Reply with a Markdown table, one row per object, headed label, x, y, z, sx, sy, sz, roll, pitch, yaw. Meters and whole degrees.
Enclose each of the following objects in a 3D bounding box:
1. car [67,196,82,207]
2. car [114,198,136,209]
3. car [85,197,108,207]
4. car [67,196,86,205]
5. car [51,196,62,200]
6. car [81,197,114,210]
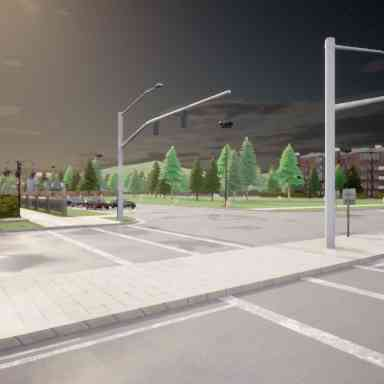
| label | x | y | z | sx | sy | sz | roll | pitch | yaw |
| --- | --- | --- | --- | --- | --- | --- | --- | --- | --- |
| car | -17.640 | 1.505 | 50.200 | 1.837 | 1.490 | 4.892 | 0 | 0 | -36 |
| car | -9.442 | 1.547 | 44.870 | 2.033 | 1.411 | 5.357 | 0 | 0 | -36 |
| car | -15.242 | 1.505 | 52.860 | 1.837 | 1.490 | 4.892 | 0 | 0 | -36 |
| car | -21.343 | 1.478 | 61.322 | 1.882 | 1.535 | 5.008 | 0 | 0 | -36 |
| car | -23.481 | 1.505 | 58.283 | 1.837 | 1.490 | 4.892 | 0 | 0 | -36 |
| car | -12.227 | 1.601 | 42.759 | 1.895 | 1.301 | 4.718 | 0 | 0 | -36 |
